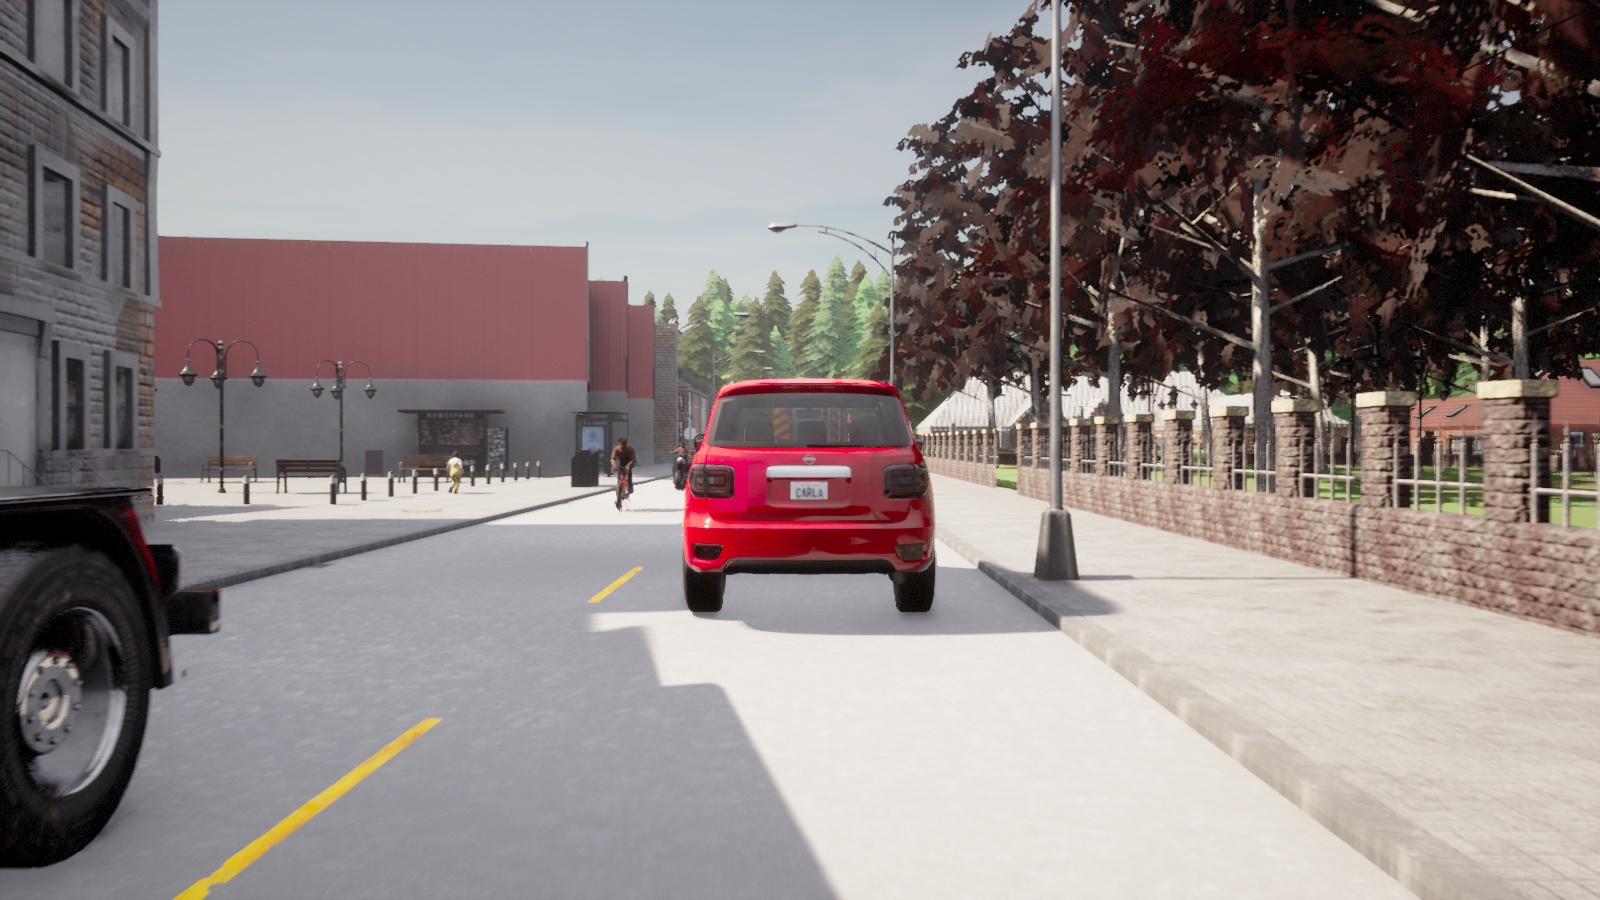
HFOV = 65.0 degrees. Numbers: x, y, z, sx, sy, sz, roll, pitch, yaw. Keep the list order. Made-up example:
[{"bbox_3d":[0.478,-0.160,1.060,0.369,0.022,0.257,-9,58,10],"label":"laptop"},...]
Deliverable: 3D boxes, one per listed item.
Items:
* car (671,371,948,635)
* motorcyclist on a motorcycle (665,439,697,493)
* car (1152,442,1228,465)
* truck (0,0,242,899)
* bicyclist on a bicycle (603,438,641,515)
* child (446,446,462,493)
[{"bbox_3d":[0.086,0.395,12.533,2.150,2.045,5.566,0,0,0],"label":"car"},{"bbox_3d":[-3.744,0.470,39.664,0.766,1.649,2.350,0,0,0],"label":"motorcyclist on a motorcycle"},{"bbox_3d":[26.409,0.235,85.093,4.514,1.525,2.007,0,0,-1],"label":"car"},{"bbox_3d":[-3.974,-0.248,1.679,2.891,3.462,7.936,0,0,0],"label":"truck"},{"bbox_3d":[-3.831,0.543,27.139,0.582,1.620,1.656,0,1,0],"label":"bicyclist on a bicycle"},{"bbox_3d":[-9.451,0.535,34.293,0.270,1.263,0.437,0,0,5],"label":"child"}]
